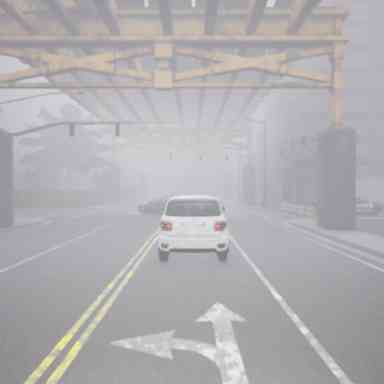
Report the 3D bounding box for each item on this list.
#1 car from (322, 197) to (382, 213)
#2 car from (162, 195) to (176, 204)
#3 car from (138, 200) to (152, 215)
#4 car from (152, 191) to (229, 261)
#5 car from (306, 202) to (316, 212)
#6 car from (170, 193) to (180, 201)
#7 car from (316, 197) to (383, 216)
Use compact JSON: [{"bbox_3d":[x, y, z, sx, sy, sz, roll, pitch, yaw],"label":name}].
[{"bbox_3d":[13.314,1.047,27.664,4.536,1.218,1.853,0,1,-20],"label":"car"},{"bbox_3d":[-3.566,1.132,52.024,1.895,1.301,4.718,0,1,0],"label":"car"},{"bbox_3d":[-2.909,1.305,28.928,1.994,1.385,4.181,0,0,-43],"label":"car"},{"bbox_3d":[0.057,1.115,12.010,2.150,2.045,5.566,0,0,0],"label":"car"},{"bbox_3d":[13.592,1.167,31.806,4.974,1.542,2.038,0,1,25],"label":"car"},{"bbox_3d":[-3.493,0.951,68.386,1.812,1.442,4.674,0,1,0],"label":"car"},{"bbox_3d":[13.265,1.205,27.647,4.974,1.542,2.038,0,1,-20],"label":"car"}]
